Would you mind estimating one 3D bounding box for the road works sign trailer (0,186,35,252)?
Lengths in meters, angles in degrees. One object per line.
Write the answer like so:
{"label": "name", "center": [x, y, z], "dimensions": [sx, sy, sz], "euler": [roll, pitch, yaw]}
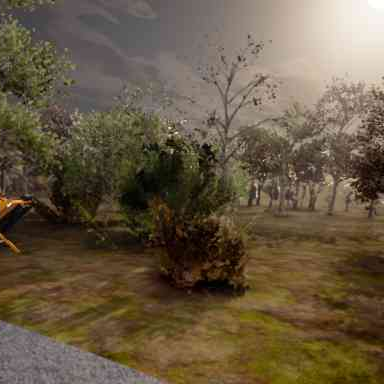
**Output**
{"label": "road works sign trailer", "center": [-7.411, 1.140, 13.059], "dimensions": [2.880, 2.380, 3.560], "euler": [46, -7, -7]}
